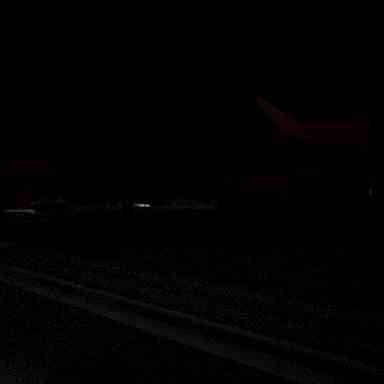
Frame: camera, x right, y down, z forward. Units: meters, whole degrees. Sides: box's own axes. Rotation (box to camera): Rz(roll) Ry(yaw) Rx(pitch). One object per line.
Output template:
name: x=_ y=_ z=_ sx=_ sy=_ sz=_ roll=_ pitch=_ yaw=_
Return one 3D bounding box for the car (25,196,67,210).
car: x=-16.257 y=1.229 z=37.269 sx=1.812 sy=1.442 sz=4.674 roll=1 pitch=0 yaw=34

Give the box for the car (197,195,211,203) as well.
car: x=2.116 y=1.228 z=59.497 sx=1.837 sy=1.490 sz=4.892 roll=0 pitch=0 yaw=14

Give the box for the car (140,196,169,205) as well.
car: x=-5.788 y=1.279 z=52.681 sx=2.033 sy=1.411 sz=5.357 roll=1 pitch=0 yaw=34
